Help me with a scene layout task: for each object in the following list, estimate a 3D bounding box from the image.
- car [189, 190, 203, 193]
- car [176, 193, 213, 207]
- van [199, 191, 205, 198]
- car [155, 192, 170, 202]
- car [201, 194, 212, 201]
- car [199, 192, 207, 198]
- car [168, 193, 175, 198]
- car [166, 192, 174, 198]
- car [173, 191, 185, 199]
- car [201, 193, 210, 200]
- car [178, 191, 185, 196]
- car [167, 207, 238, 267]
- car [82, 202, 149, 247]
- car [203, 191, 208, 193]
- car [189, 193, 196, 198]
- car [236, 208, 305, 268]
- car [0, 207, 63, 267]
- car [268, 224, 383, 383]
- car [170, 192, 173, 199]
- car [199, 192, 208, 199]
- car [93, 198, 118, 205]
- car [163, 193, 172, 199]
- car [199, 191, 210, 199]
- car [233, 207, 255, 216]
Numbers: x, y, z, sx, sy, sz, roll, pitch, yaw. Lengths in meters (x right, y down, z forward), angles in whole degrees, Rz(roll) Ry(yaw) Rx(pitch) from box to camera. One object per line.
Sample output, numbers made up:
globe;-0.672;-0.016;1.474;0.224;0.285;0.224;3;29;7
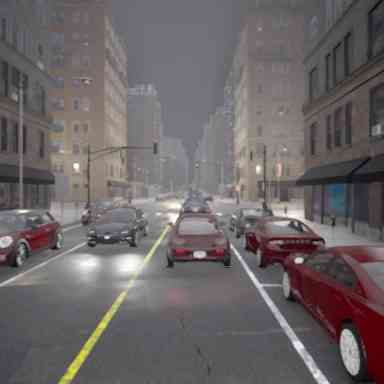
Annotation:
car;0.326;0.749;55.237;2.150;2.045;5.566;0;0;0
car;0.228;1.145;23.045;2.097;1.767;4.553;0;1;0
van;2.757;0.623;93.152;1.690;1.788;3.998;0;0;0
car;-5.644;1.040;60.082;2.008;1.369;4.403;0;0;0
car;2.860;1.018;65.618;1.947;1.339;4.313;0;0;0
car;2.777;0.752;87.645;1.967;1.590;4.097;0;0;0
car;-5.770;0.862;93.130;1.802;1.307;4.206;0;0;0
car;-5.748;0.750;87.622;1.967;1.590;4.097;0;0;0
car;-2.853;0.734;76.326;2.097;1.767;4.553;0;0;0
car;2.839;0.938;71.295;1.752;1.417;4.829;0;0;0
car;-2.910;0.455;91.752;1.994;1.385;4.181;0;0;0
car;0.168;1.425;10.894;1.812;1.442;4.674;0;1;-1
car;-3.002;1.376;14.260;1.837;1.490;4.892;0;0;1
car;2.881;1.036;60.111;1.887;1.381;4.507;0;0;0
car;0.093;0.845;90.926;1.994;1.385;4.181;0;0;0
car;2.736;1.447;10.695;1.887;1.381;4.507;0;1;0
car;-5.790;1.340;10.735;1.967;1.590;4.097;0;1;0
car;2.705;1.496;5.204;1.887;1.381;4.507;0;1;0
car;-5.686;0.956;71.098;1.887;1.381;4.507;0;0;0
car;2.798;0.784;82.139;1.967;1.590;4.097;0;0;0
car;-5.727;1.243;21.721;1.967;1.590;4.097;0;1;0
car;-5.707;0.958;76.606;1.802;1.307;4.206;0;0;0
car;2.819;0.693;76.630;2.192;1.841;5.009;0;0;0
car;2.766;1.404;16.186;2.008;1.369;4.403;0;1;0
